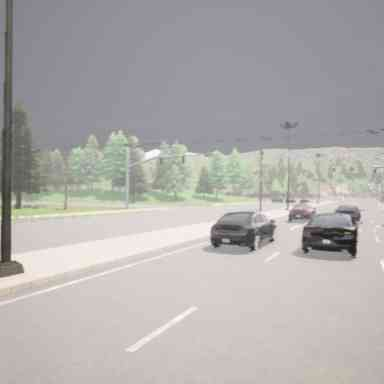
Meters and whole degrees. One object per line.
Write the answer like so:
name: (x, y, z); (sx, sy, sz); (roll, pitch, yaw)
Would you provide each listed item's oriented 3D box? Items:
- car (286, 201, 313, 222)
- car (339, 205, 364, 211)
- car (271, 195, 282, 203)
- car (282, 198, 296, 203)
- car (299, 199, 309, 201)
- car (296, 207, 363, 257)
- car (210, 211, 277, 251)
car: (9.535, 1.770, 28.523); (1.812, 1.442, 4.674); (0, 0, 27)
car: (12.470, 1.769, 26.579); (1.837, 1.490, 4.892); (0, 0, 27)
car: (22.756, 1.926, 88.966); (2.150, 2.045, 5.566); (0, 0, 28)
car: (25.854, 2.316, 87.342); (1.895, 1.301, 4.718); (0, 0, 28)
car: (28.956, 2.337, 85.720); (1.895, 1.301, 4.718); (0, 0, 28)
car: (5.885, 1.607, 13.857); (1.882, 1.535, 5.008); (0, 0, 28)
car: (2.438, 1.610, 14.831); (1.837, 1.490, 4.892); (0, 0, 28)
